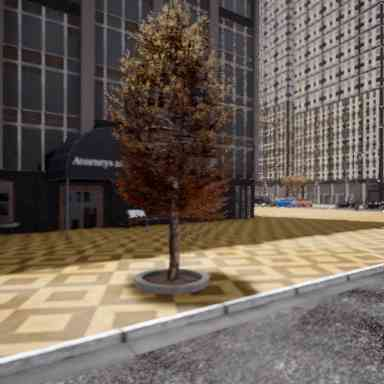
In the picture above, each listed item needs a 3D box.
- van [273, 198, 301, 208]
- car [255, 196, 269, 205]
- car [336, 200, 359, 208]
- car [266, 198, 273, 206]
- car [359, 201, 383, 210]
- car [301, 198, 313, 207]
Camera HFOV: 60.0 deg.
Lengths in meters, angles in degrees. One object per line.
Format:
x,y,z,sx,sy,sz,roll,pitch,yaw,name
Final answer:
16.798,1.927,58.805,1.690,1.788,3.998,-1,-1,-23,van
15.575,1.949,76.103,2.150,2.045,5.566,0,-1,-23,car
26.722,2.088,56.943,1.947,1.339,4.313,-1,-1,-23,car
17.322,2.226,64.416,2.033,1.411,5.357,0,-1,-23,car
28.943,1.994,51.776,1.947,1.339,4.313,-1,-1,-23,car
20.892,2.021,63.732,2.097,1.767,4.553,0,-1,-23,car
